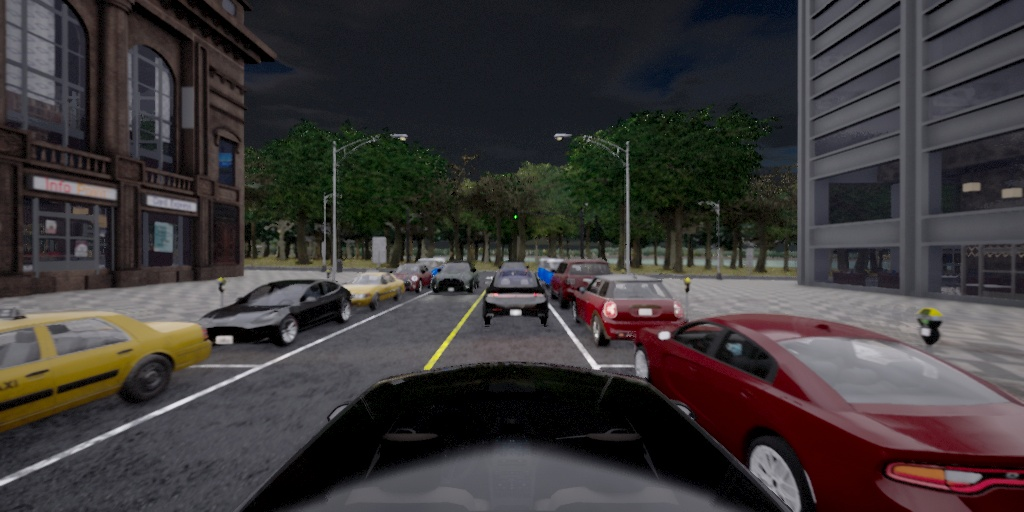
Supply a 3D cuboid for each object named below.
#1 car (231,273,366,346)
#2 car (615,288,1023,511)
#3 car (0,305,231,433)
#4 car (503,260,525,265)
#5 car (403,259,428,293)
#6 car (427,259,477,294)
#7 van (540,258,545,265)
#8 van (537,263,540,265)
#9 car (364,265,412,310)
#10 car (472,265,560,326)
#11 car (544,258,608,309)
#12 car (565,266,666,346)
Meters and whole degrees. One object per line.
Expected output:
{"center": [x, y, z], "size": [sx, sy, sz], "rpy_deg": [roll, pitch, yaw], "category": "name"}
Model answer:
{"center": [-5.762, 1.306, 9.367], "size": [1.948, 1.339, 4.313], "rpy_deg": [0, 0, 0], "category": "car"}
{"center": [2.762, 1.292, 3.928], "size": [1.888, 1.381, 4.507], "rpy_deg": [0, 0, 0], "category": "car"}
{"center": [-5.763, 1.272, 3.760], "size": [1.751, 1.417, 4.829], "rpy_deg": [0, 0, 0], "category": "car"}
{"center": [0.107, 1.075, 24.445], "size": [2.097, 1.767, 4.553], "rpy_deg": [0, 0, 0], "category": "car"}
{"center": [-5.761, 1.167, 20.242], "size": [1.967, 1.591, 4.097], "rpy_deg": [0, 0, 0], "category": "car"}
{"center": [-3.030, 1.078, 20.186], "size": [2.097, 1.767, 4.553], "rpy_deg": [0, 0, 1], "category": "car"}
{"center": [2.764, 1.068, 20.241], "size": [1.690, 1.789, 3.998], "rpy_deg": [0, 0, 0], "category": "van"}
{"center": [2.765, 1.062, 25.678], "size": [1.690, 1.789, 3.998], "rpy_deg": [0, 0, 0], "category": "van"}
{"center": [-5.762, 1.259, 14.635], "size": [1.751, 1.417, 4.829], "rpy_deg": [0, 0, 0], "category": "car"}
{"center": [0.100, 1.230, 11.624], "size": [2.128, 1.511, 4.902], "rpy_deg": [0, 0, 0], "category": "car"}
{"center": [2.764, 1.048, 14.803], "size": [2.192, 1.841, 5.009], "rpy_deg": [0, 0, 0], "category": "car"}
{"center": [2.763, 1.180, 9.365], "size": [1.967, 1.591, 4.097], "rpy_deg": [0, 0, 0], "category": "car"}
